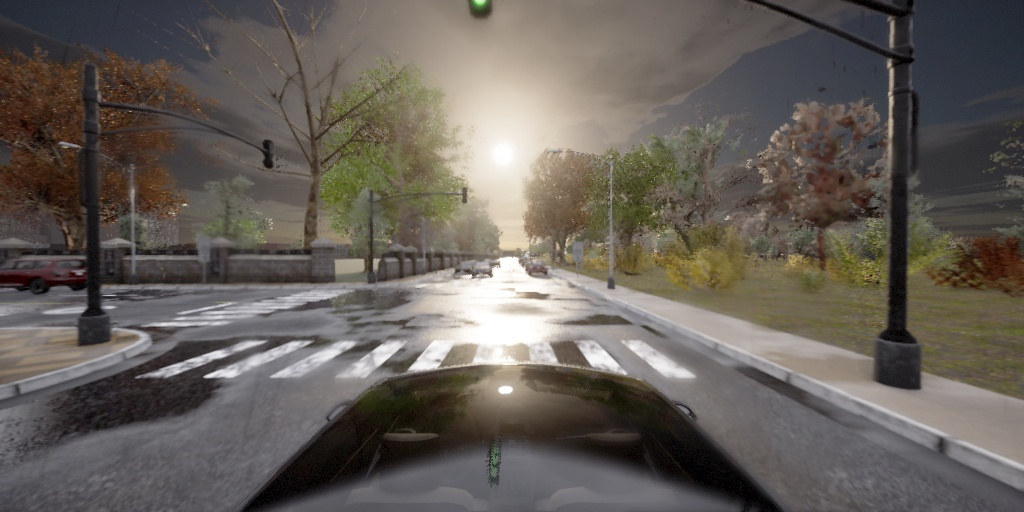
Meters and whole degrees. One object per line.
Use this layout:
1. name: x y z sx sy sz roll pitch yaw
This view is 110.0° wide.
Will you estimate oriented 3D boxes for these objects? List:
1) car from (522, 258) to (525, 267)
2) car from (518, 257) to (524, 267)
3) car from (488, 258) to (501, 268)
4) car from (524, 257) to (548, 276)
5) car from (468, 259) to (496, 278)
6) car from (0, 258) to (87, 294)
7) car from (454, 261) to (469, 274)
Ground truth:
1. car: 2.567 1.243 45.974 1.888 1.381 4.507 0 0 0
2. car: 2.567 1.246 63.040 1.948 1.339 4.313 0 0 0
3. car: -2.748 1.255 59.583 1.895 1.301 4.718 0 0 0
4. car: 2.621 1.148 37.274 1.967 1.591 4.097 0 0 0
5. car: -2.747 1.247 34.048 1.812 1.442 4.674 0 0 0
6. car: -25.672 1.038 19.274 5.009 1.841 2.192 0 0 -1
7. car: -5.317 1.270 40.291 1.948 1.339 4.313 0 0 0
